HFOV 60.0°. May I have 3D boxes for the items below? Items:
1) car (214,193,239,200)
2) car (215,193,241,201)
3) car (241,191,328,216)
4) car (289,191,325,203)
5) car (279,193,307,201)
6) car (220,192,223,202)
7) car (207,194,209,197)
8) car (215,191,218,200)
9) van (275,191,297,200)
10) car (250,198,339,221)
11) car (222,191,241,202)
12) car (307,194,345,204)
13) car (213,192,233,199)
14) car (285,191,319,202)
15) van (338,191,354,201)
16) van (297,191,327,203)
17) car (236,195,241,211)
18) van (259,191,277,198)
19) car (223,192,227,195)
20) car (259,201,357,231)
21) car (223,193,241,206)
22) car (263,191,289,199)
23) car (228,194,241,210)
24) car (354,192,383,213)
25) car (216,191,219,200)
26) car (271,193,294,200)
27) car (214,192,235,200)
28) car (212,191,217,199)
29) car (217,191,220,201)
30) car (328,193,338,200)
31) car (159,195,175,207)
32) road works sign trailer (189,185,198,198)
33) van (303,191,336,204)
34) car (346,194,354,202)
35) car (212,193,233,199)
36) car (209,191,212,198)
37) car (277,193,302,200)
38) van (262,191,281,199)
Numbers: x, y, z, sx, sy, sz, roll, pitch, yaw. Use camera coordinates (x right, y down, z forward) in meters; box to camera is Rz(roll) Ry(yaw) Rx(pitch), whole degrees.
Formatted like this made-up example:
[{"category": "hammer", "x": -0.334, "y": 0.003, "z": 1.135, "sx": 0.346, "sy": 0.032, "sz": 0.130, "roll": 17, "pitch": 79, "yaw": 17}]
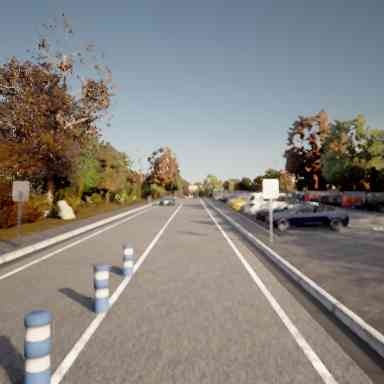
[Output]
[{"category": "car", "x": 7.222, "y": 0.986, "z": 69.780, "sx": 4.892, "sy": 1.521, "sz": 2.231, "roll": 0, "pitch": 0, "yaw": 0}, {"category": "car", "x": 7.211, "y": 0.999, "z": 67.004, "sx": 4.892, "sy": 1.521, "sz": 2.231, "roll": 0, "pitch": 0, "yaw": 0}, {"category": "car", "x": 6.879, "y": 1.108, "z": 25.371, "sx": 5.566, "sy": 2.045, "sz": 2.435, "roll": 0, "pitch": 1, "yaw": 0}, {"category": "car", "x": 20.184, "y": 0.782, "z": 58.478, "sx": 5.566, "sy": 2.045, "sz": 2.435, "roll": 0, "pitch": 0, "yaw": 0}, {"category": "car", "x": 20.278, "y": 0.992, "z": 66.791, "sx": 5.008, "sy": 1.535, "sz": 2.097, "roll": 0, "pitch": 0, "yaw": 0}, {"category": "car", "x": 7.093, "y": 1.109, "z": 50.347, "sx": 4.792, "sy": 1.488, "sz": 2.163, "roll": 0, "pitch": 0, "yaw": 0}, {"category": "car", "x": 7.422, "y": 0.638, "z": 89.211, "sx": 5.566, "sy": 2.045, "sz": 2.435, "roll": 0, "pitch": 0, "yaw": 0}, {"category": "car", "x": 7.128, "y": 1.055, "z": 61.452, "sx": 4.792, "sy": 1.488, "sz": 2.163, "roll": 0, "pitch": 0, "yaw": 0}, {"category": "van", "x": 20.448, "y": 0.739, "z": 72.454, "sx": 4.442, "sy": 1.987, "sz": 1.878, "roll": 0, "pitch": 0, "yaw": 0}, {"category": "car", "x": 6.832, "y": 1.397, "z": 22.599, "sx": 5.008, "sy": 1.535, "sz": 2.097, "roll": 0, "pitch": 1, "yaw": 0}, {"category": "car", "x": 7.071, "y": 0.970, "z": 47.573, "sx": 4.553, "sy": 1.767, "sz": 2.185, "roll": 0, "pitch": 0, "yaw": 0}, {"category": "car", "x": 20.147, "y": 1.073, "z": 50.170, "sx": 5.008, "sy": 1.535, "sz": 2.097, "roll": 0, "pitch": 0, "yaw": 0}, {"category": "car", "x": 7.268, "y": 0.818, "z": 78.108, "sx": 4.553, "sy": 1.767, "sz": 2.185, "roll": 0, "pitch": 0, "yaw": 0}, {"category": "car", "x": 20.208, "y": 0.768, "z": 61.248, "sx": 5.566, "sy": 2.045, "sz": 2.435, "roll": 0, "pitch": 0, "yaw": 0}, {"category": "van", "x": 20.165, "y": 0.940, "z": 39.219, "sx": 4.442, "sy": 1.987, "sz": 1.878, "roll": 0, "pitch": 1, "yaw": 0}, {"category": "van", "x": 20.072, "y": 0.821, "z": 55.710, "sx": 4.442, "sy": 1.987, "sz": 1.878, "roll": 0, "pitch": 0, "yaw": 0}, {"category": "car", "x": 6.904, "y": 1.285, "z": 30.927, "sx": 4.892, "sy": 1.521, "sz": 2.231, "roll": 0, "pitch": 1, "yaw": 0}, {"category": "van", "x": 20.356, "y": 0.658, "z": 89.084, "sx": 4.442, "sy": 1.987, "sz": 1.878, "roll": 0, "pitch": 0, "yaw": 0}, {"category": "car", "x": 7.010, "y": 1.116, "z": 44.795, "sx": 4.892, "sy": 1.521, "sz": 2.231, "roll": 0, "pitch": 1, "yaw": 0}, {"category": "car", "x": 6.774, "y": 1.464, "z": 19.824, "sx": 4.792, "sy": 1.488, "sz": 2.163, "roll": 0, "pitch": 1, "yaw": 0}, {"category": "car", "x": 6.784, "y": 1.168, "z": 39.377, "sx": 5.366, "sy": 1.575, "sz": 1.946, "roll": 0, "pitch": 1, "yaw": 0}, {"category": "car", "x": 20.374, "y": 0.673, "z": 80.765, "sx": 5.566, "sy": 2.045, "sz": 2.435, "roll": 0, "pitch": 0, "yaw": 0}, {"category": "car", "x": 6.736, "y": 1.243, "z": 33.704, "sx": 5.366, "sy": 1.575, "sz": 1.946, "roll": 0, "pitch": 1, "yaw": 0}, {"category": "car", "x": 20.029, "y": 0.989, "z": 33.556, "sx": 5.566, "sy": 2.045, "sz": 2.435, "roll": 0, "pitch": 1, "yaw": 0}, {"category": "car", "x": 7.105, "y": 1.068, "z": 58.676, "sx": 4.792, "sy": 1.488, "sz": 2.163, "roll": 0, "pitch": 0, "yaw": 0}, {"category": "car", "x": 20.352, "y": 0.992, "z": 75.100, "sx": 4.674, "sy": 1.452, "sz": 2.002, "roll": 0, "pitch": 0, "yaw": 0}, {"category": "car", "x": 7.244, "y": 0.832, "z": 75.332, "sx": 4.553, "sy": 1.767, "sz": 2.185, "roll": 0, "pitch": 0, "yaw": 0}, {"category": "car", "x": 6.996, "y": 1.009, "z": 64.230, "sx": 5.366, "sy": 1.575, "sz": 1.946, "roll": 0, "pitch": 0, "yaw": 0}, {"category": "car", "x": 7.081, "y": 1.082, "z": 55.900, "sx": 4.792, "sy": 1.488, "sz": 2.163, "roll": 0, "pitch": 0, "yaw": 0}, {"category": "car", "x": 20.101, "y": 1.163, "z": 41.993, "sx": 4.792, "sy": 1.488, "sz": 2.163, "roll": 0, "pitch": 1, "yaw": 1}, {"category": "car", "x": -3.279, "y": 1.130, "z": 44.760, "sx": 2.128, "sy": 1.511, "sz": 4.902, "roll": 0, "pitch": 0, "yaw": 0}, {"category": "road works sign trailer", "x": 0.309, "y": -0.071, "z": 89.602, "sx": 2.380, "sy": 3.560, "sz": 2.880, "roll": 0, "pitch": 0, "yaw": -1}, {"category": "van", "x": 20.282, "y": 0.834, "z": 52.938, "sx": 4.442, "sy": 1.987, "sz": 1.878, "roll": 0, "pitch": 0, "yaw": 0}, {"category": "car", "x": 19.996, "y": 1.232, "z": 36.330, "sx": 4.792, "sy": 1.488, "sz": 2.163, "roll": 0, "pitch": 1, "yaw": 0}, {"category": "car", "x": 7.317, "y": 0.930, "z": 80.885, "sx": 5.008, "sy": 1.535, "sz": 2.097, "roll": 0, "pitch": 0, "yaw": 0}, {"category": "car", "x": 7.067, "y": 0.968, "z": 72.558, "sx": 5.366, "sy": 1.575, "sz": 1.946, "roll": 0, "pitch": 0, "yaw": 0}, {"category": "car", "x": 20.311, "y": 1.018, "z": 69.686, "sx": 4.674, "sy": 1.452, "sz": 2.002, "roll": 0, "pitch": 0, "yaw": 0}, {"category": "van", "x": 20.565, "y": 0.672, "z": 86.179, "sx": 4.442, "sy": 1.987, "sz": 1.878, "roll": 0, "pitch": 0, "yaw": 0}]
